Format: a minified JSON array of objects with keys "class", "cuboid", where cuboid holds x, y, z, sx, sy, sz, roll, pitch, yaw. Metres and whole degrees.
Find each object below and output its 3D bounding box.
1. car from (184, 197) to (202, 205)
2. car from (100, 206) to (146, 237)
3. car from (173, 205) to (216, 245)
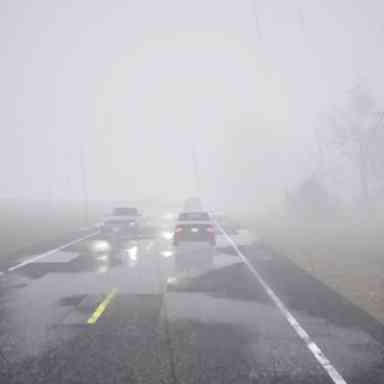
[{"class":"car","cuboid":[0.103,1.333,40.480,2.097,1.767,4.553,0,0,0]},{"class":"car","cuboid":[-3.597,1.517,18.088,1.812,1.442,4.674,0,0,0]},{"class":"car","cuboid":[0.100,1.540,15.551,2.033,1.411,5.357,0,0,0]}]
